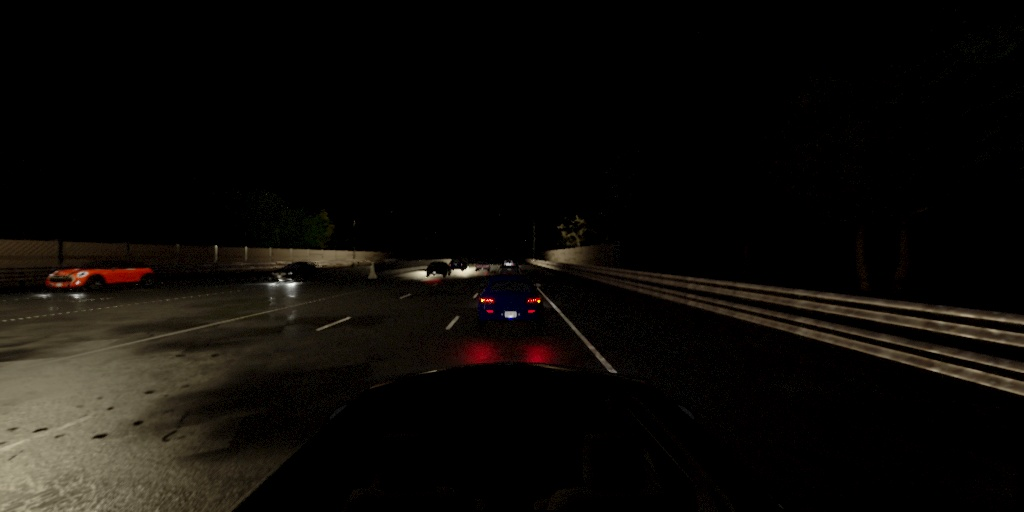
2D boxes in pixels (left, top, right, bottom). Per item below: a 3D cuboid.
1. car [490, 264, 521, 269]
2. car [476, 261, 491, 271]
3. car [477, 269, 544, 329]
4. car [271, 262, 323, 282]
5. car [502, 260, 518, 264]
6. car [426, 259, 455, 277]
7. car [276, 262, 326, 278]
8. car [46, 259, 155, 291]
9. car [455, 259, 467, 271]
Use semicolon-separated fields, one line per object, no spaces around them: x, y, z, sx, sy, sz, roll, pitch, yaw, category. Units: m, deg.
-0.149;1.376;21.782;1.895;1.301;4.718;0;0;-1;car
-3.977;1.413;50.212;1.895;1.301;4.718;0;0;-1;car
-0.046;1.287;11.191;1.812;1.442;4.674;0;0;0;car
-17.857;1.313;29.792;1.812;1.442;4.674;0;0;-1;car
-0.193;1.280;31.917;2.128;1.511;4.902;0;0;-1;car
-7.251;1.299;35.700;1.837;1.490;4.892;0;0;-1;car
-21.464;1.344;36.787;2.033;1.411;5.357;0;0;-1;car
-24.727;1.039;21.808;2.097;1.767;4.553;1;-1;-1;car
-7.468;1.165;49.602;2.097;1.767;4.553;0;0;-1;car
